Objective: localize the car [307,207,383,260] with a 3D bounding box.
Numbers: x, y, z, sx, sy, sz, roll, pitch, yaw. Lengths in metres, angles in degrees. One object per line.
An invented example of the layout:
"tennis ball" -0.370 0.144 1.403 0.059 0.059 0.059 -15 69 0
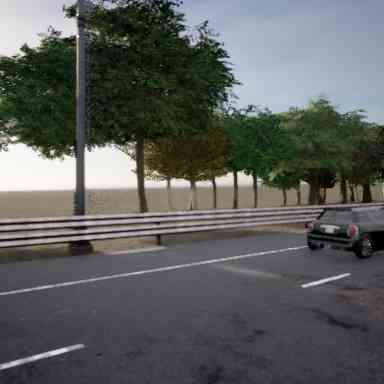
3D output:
"car" 6.490 1.344 12.713 4.553 1.767 2.097 0 0 -35
